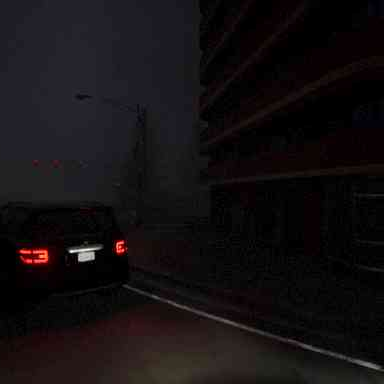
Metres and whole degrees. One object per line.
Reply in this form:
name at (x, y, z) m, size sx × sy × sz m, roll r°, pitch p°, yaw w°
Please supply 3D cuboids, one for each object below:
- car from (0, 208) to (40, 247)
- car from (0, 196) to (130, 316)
car at (-8.425, 1.564, 15.847) m, size 1.994 × 1.385 × 4.181 m, roll 0°, pitch 0°, yaw -26°
car at (-3.554, 1.221, 7.879) m, size 2.150 × 2.045 × 5.566 m, roll 0°, pitch 0°, yaw -40°
